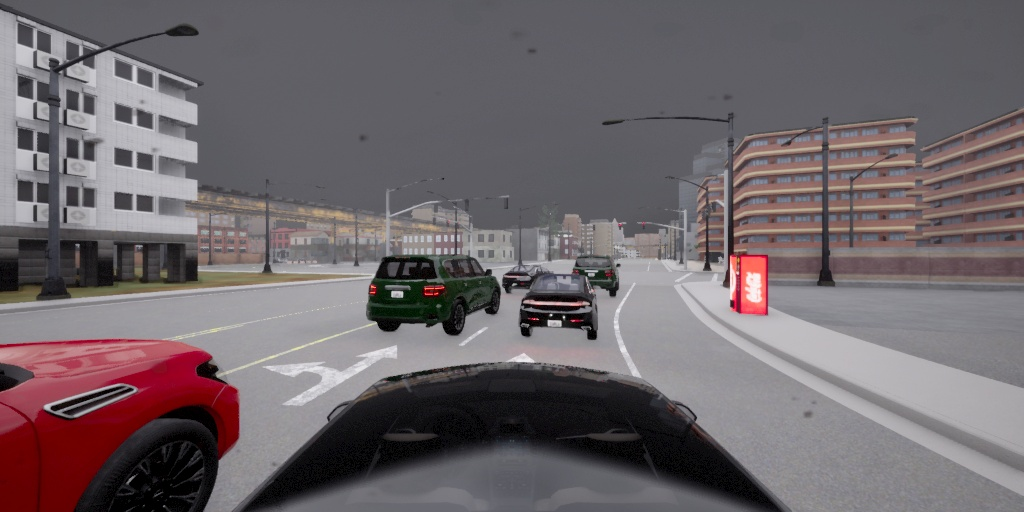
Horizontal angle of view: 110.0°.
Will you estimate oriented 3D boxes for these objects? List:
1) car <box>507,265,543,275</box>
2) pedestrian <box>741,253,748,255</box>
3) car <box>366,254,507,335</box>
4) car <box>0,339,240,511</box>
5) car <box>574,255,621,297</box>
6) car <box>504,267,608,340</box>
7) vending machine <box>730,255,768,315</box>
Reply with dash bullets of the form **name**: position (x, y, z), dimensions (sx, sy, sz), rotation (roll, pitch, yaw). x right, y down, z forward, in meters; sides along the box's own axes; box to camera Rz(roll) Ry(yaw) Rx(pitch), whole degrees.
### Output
- **car**: position (1.124, 1.241, 20.177), dimensions (2.128, 1.511, 4.902), rotation (0, 0, 24)
- **pedestrian**: position (8.055, 0.795, 12.467), dimensions (0.375, 1.860, 0.375), rotation (0, 0, 21)
- **car**: position (-1.988, 0.971, 10.814), dimensions (2.150, 2.045, 5.566), rotation (0, 0, 14)
- **car**: position (-3.264, 0.972, 0.545), dimensions (2.150, 2.045, 5.566), rotation (0, 0, -1)
- **car**: position (4.572, 0.971, 19.341), dimensions (2.150, 2.045, 5.566), rotation (0, 0, 19)
- **car**: position (1.444, 1.241, 10.101), dimensions (2.128, 1.511, 4.902), rotation (0, 0, 12)
- **vending machine**: position (7.821, 0.945, 11.848), dimensions (1.100, 2.100, 0.880), rotation (0, 0, 20)
